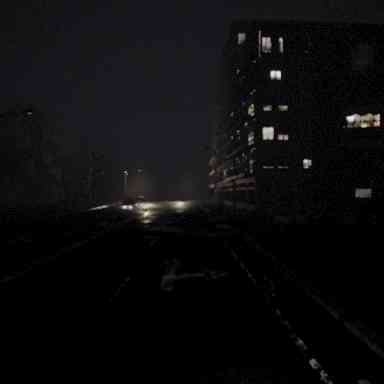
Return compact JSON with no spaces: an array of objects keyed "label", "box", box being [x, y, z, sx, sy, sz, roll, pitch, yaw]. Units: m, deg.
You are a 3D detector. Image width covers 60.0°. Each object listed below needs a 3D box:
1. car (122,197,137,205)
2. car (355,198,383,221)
[{"label":"car","box":[-11.480,1.663,60.780,2.128,1.511,4.902,0,0,-2]},{"label":"car","box":[14.107,1.208,23.222,4.892,1.490,1.837,-1,0,15]}]
